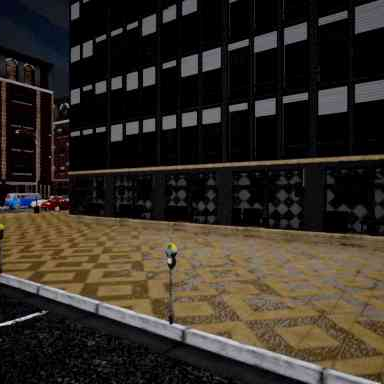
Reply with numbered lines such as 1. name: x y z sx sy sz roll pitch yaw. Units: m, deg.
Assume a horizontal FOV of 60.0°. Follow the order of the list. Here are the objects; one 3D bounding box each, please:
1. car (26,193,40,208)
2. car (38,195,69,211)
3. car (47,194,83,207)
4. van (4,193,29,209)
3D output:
1. car: -16.828 1.213 39.914 1.812 1.442 4.674 0 1 35
2. car: -13.557 1.269 35.117 1.887 1.381 4.507 1 1 35
3. car: -16.802 1.079 44.240 1.967 1.590 4.097 1 1 35
4. van: -20.036 1.050 39.598 1.690 1.788 3.998 1 1 35
